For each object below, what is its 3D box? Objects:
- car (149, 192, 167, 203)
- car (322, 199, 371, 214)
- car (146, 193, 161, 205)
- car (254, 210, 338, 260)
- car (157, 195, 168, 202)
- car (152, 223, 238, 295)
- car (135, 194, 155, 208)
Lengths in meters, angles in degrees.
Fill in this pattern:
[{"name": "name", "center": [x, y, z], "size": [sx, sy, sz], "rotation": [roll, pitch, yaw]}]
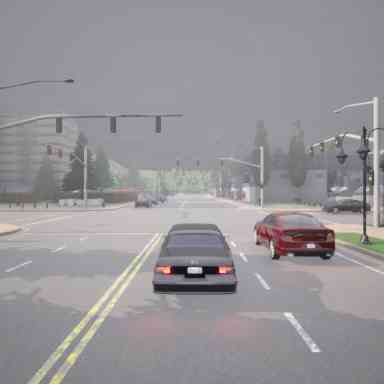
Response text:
[{"name": "car", "center": [-6.874, 1.222, 67.676], "size": [2.150, 2.045, 5.566], "rotation": [0, 0, 0]}, {"name": "car", "center": [16.256, 1.505, 35.146], "size": [4.892, 1.490, 1.837], "rotation": [0, 0, -1]}, {"name": "car", "center": [-6.947, 1.477, 57.672], "size": [1.882, 1.535, 5.008], "rotation": [0, 0, 0]}, {"name": "car", "center": [3.605, 1.478, 12.507], "size": [1.882, 1.535, 5.008], "rotation": [0, 0, 0]}, {"name": "car", "center": [-6.842, 1.540, 78.186], "size": [2.033, 1.411, 5.357], "rotation": [0, 0, 0]}, {"name": "car", "center": [0.078, 1.547, 8.887], "size": [2.033, 1.411, 5.357], "rotation": [0, 0, 1]}, {"name": "car", "center": [-6.981, 1.477, 48.096], "size": [1.882, 1.535, 5.008], "rotation": [0, 0, 0]}]
